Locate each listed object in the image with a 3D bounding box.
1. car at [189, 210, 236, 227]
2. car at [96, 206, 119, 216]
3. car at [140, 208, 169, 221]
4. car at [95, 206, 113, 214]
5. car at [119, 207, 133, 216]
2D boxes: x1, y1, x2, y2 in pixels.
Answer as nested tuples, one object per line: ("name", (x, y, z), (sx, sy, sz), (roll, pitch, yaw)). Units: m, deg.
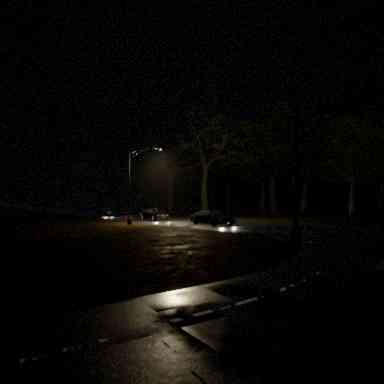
("car", (1.695, 2.280, 29.807), (2.033, 1.411, 5.357), (0, -2, -30))
("car", (-14.256, 3.171, 54.219), (2.128, 1.511, 4.902), (1, -2, -32))
("car", (-4.445, 2.615, 39.150), (1.837, 1.490, 4.892), (1, -2, -33))
("car", (-17.393, 3.511, 65.488), (1.882, 1.535, 5.008), (1, -2, -33))
("car", (-11.683, 3.222, 56.766), (2.128, 1.511, 4.902), (1, -2, -33))
